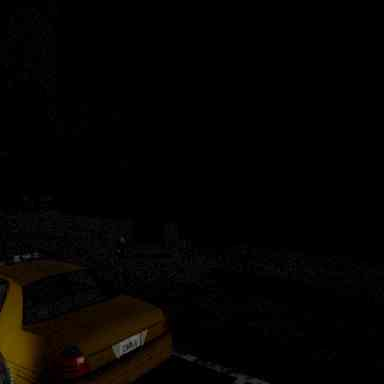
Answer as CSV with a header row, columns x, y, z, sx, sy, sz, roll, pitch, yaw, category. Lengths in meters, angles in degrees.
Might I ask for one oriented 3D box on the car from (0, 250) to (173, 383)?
x,y,z,sx,sy,sz,roll,pitch,yaw,category
-2.511,1.525,4.751,4.829,1.417,1.752,0,0,36,car
